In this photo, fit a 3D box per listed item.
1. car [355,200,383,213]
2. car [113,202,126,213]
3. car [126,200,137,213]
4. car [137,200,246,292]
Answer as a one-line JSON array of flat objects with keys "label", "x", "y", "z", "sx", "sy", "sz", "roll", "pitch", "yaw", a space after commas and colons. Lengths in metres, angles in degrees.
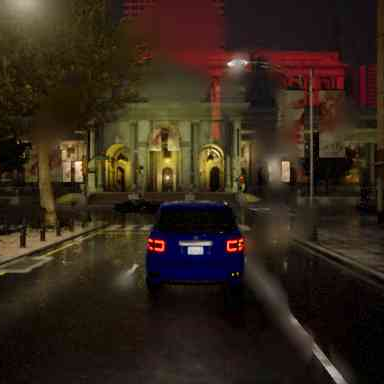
[{"label": "car", "x": 20.643, "y": 1.545, "z": 36.007, "sx": 5.357, "sy": 1.411, "sz": 2.033, "roll": 0, "pitch": 0, "yaw": 1}, {"label": "car", "x": -5.775, "y": 1.545, "z": 36.241, "sx": 5.357, "sy": 1.411, "sz": 2.033, "roll": 0, "pitch": 0, "yaw": 1}, {"label": "car", "x": -3.335, "y": 1.545, "z": 32.719, "sx": 5.357, "sy": 1.411, "sz": 2.033, "roll": 0, "pitch": 0, "yaw": 1}, {"label": "car", "x": 0.100, "y": 1.221, "z": 9.089, "sx": 2.150, "sy": 2.045, "sz": 5.566, "roll": 0, "pitch": 0, "yaw": 1}]
